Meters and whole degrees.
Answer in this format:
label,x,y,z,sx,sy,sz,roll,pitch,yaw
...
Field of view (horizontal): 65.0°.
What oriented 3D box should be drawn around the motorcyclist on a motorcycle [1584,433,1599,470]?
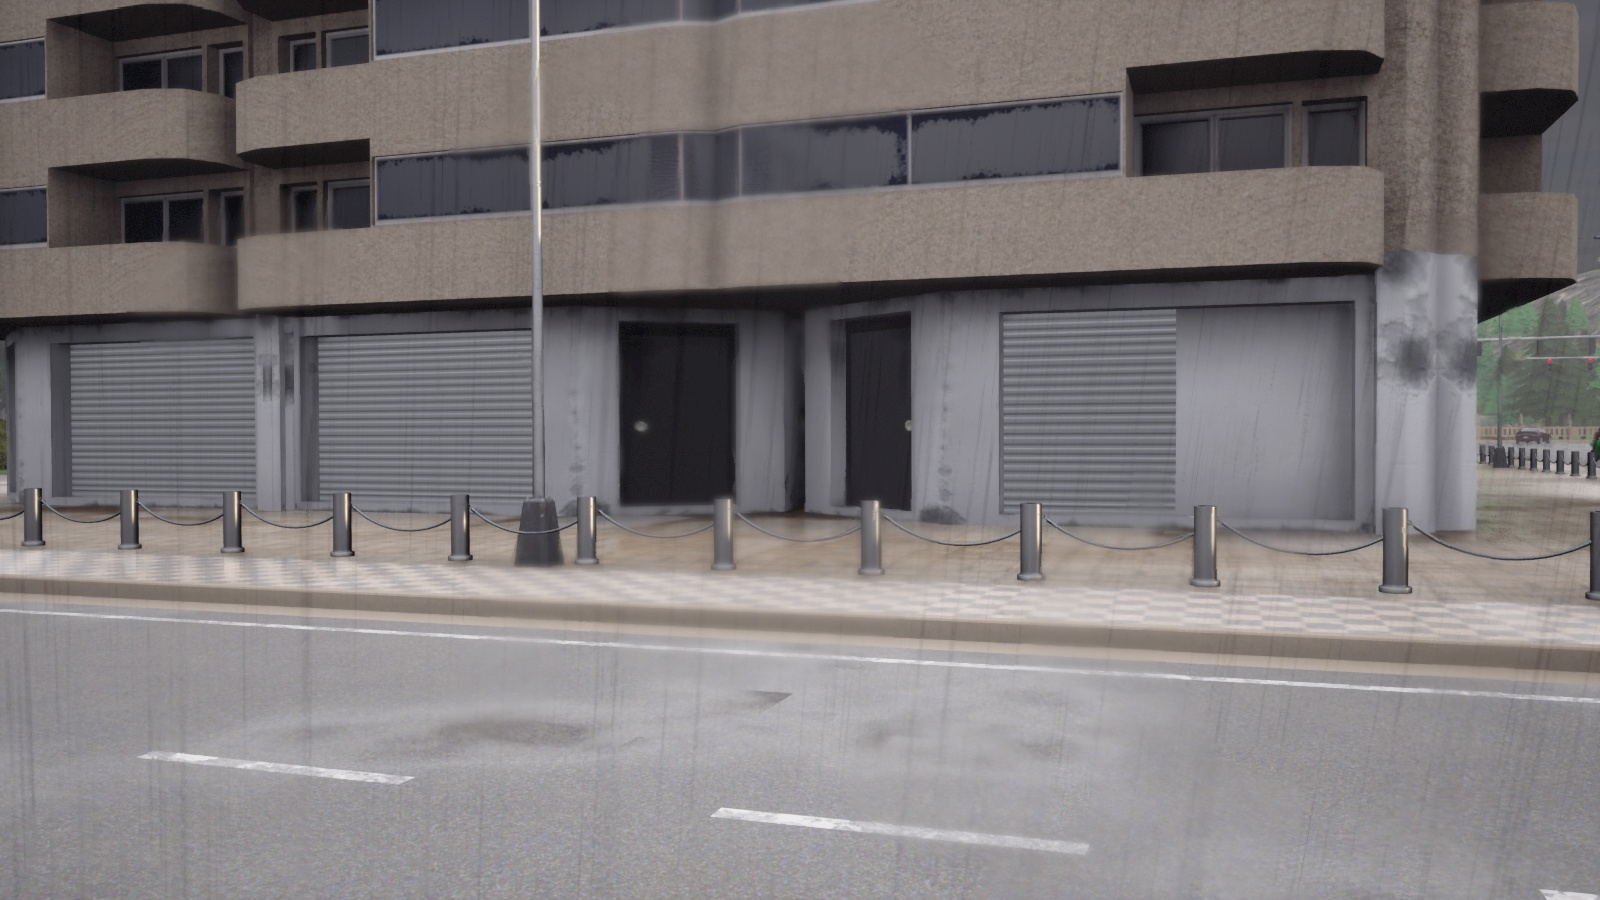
label,x,y,z,sx,sy,sz,roll,pitch,yaw
motorcyclist on a motorcycle,32.913,0.051,51.567,0.797,1.523,2.044,1,1,19
